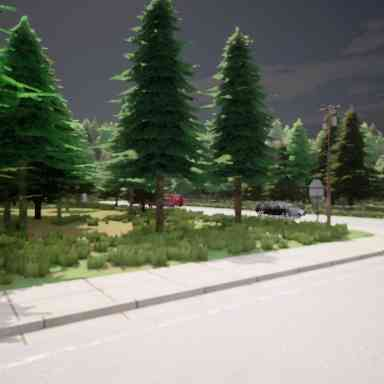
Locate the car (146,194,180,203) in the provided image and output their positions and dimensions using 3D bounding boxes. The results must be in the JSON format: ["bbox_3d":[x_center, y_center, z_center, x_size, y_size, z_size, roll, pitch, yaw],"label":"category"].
[{"bbox_3d":[-4.426,1.316,48.242,2.150,2.045,5.566,0,0,-34],"label":"car"}]

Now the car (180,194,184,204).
[{"bbox_3d":[-3.465,1.333,53.258,2.150,2.045,5.566,0,0,-34],"label":"car"}]

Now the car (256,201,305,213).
[{"bbox_3d":[7.889,1.573,29.956,2.128,1.511,4.902,0,0,-33],"label":"car"}]

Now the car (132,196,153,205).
[{"bbox_3d":[-9.317,1.590,61.744,1.882,1.535,5.008,0,0,-34],"label":"car"}]
